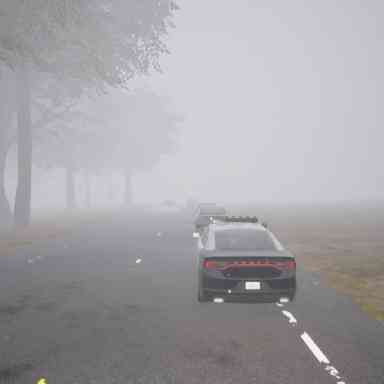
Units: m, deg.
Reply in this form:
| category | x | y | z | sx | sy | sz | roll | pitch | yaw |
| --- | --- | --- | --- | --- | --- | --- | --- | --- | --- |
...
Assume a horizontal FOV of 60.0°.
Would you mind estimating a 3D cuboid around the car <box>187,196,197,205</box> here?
| category | x | y | z | sx | sy | sz | roll | pitch | yaw |
| --- | --- | --- | --- | --- | --- | --- | --- | --- | --- |
| car | 0.037 | 1.576 | 63.656 | 1.882 | 1.535 | 5.008 | 0 | 0 | 0 |

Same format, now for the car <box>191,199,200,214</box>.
| category | x | y | z | sx | sy | sz | roll | pitch | yaw |
| --- | --- | --- | --- | --- | --- | --- | --- | --- | --- |
| car | 1.065 | 1.508 | 24.258 | 1.837 | 1.490 | 4.892 | 0 | 0 | 0 |

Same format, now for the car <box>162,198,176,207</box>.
| category | x | y | z | sx | sy | sz | roll | pitch | yaw |
| --- | --- | --- | --- | --- | --- | --- | --- | --- | --- |
| car | -3.470 | 1.648 | 51.294 | 1.895 | 1.301 | 4.718 | 0 | 0 | 0 |

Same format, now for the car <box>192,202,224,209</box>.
| category | x | y | z | sx | sy | sz | roll | pitch | yaw |
| --- | --- | --- | --- | --- | --- | --- | --- | --- | --- |
| car | 1.062 | 1.505 | 18.256 | 1.837 | 1.490 | 4.892 | 0 | 0 | 0 |

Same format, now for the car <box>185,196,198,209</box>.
| category | x | y | z | sx | sy | sz | roll | pitch | yaw |
| --- | --- | --- | --- | --- | --- | --- | --- | --- | --- |
| car | 0.053 | 1.579 | 45.925 | 2.033 | 1.411 | 5.357 | 0 | 0 | 0 |

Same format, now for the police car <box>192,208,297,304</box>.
| category | x | y | z | sx | sy | sz | roll | pitch | yaw |
| --- | --- | --- | --- | --- | --- | --- | --- | --- | --- |
| police car | 1.057 | 1.423 | 8.364 | 1.930 | 1.638 | 5.238 | 0 | 0 | 0 |
